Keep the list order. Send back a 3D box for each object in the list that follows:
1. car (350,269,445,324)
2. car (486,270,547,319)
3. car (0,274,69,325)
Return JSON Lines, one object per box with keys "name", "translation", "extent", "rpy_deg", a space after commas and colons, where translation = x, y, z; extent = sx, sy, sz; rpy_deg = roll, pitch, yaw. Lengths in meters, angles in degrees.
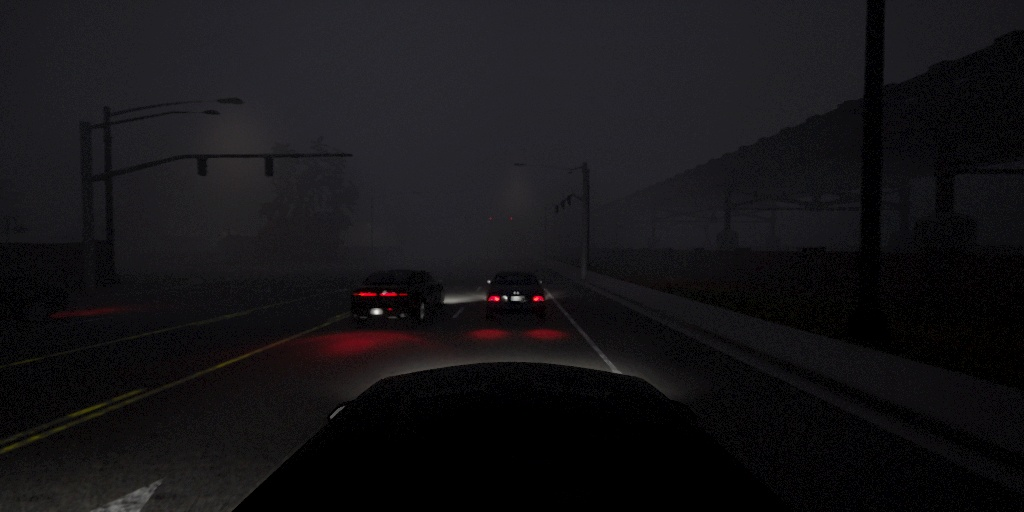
{"name": "car", "translation": [-3.401, 1.132, 11.439], "extent": [1.837, 1.490, 4.892], "rpy_deg": [0, 0, 0]}
{"name": "car", "translation": [0.102, 1.168, 12.213], "extent": [2.033, 1.411, 5.357], "rpy_deg": [0, 1, 0]}
{"name": "car", "translation": [-14.076, 1.172, 8.525], "extent": [1.837, 1.490, 4.892], "rpy_deg": [0, 0, 0]}
